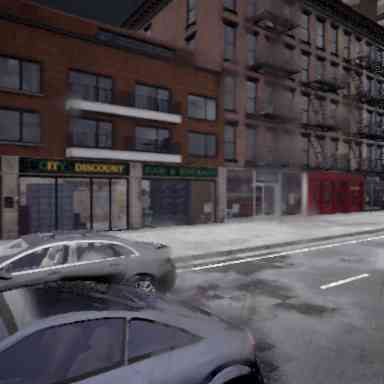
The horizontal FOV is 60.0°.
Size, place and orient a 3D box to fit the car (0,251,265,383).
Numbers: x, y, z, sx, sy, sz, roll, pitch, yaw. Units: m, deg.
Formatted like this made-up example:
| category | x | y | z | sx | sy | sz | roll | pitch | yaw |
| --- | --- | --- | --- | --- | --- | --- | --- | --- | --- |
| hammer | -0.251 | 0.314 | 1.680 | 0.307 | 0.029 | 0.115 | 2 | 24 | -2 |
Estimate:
| category | x | y | z | sx | sy | sz | roll | pitch | yaw |
| --- | --- | --- | --- | --- | --- | --- | --- | --- | --- |
| car | -1.372 | 1.563 | 2.673 | 4.181 | 1.385 | 1.994 | 0 | 0 | -35 |

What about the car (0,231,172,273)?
| category | x | y | z | sx | sy | sz | roll | pitch | yaw |
| --- | --- | --- | --- | --- | --- | --- | --- | --- | --- |
| car | -2.566 | 1.487 | 5.807 | 4.902 | 1.511 | 2.128 | 0 | 0 | -35 |
